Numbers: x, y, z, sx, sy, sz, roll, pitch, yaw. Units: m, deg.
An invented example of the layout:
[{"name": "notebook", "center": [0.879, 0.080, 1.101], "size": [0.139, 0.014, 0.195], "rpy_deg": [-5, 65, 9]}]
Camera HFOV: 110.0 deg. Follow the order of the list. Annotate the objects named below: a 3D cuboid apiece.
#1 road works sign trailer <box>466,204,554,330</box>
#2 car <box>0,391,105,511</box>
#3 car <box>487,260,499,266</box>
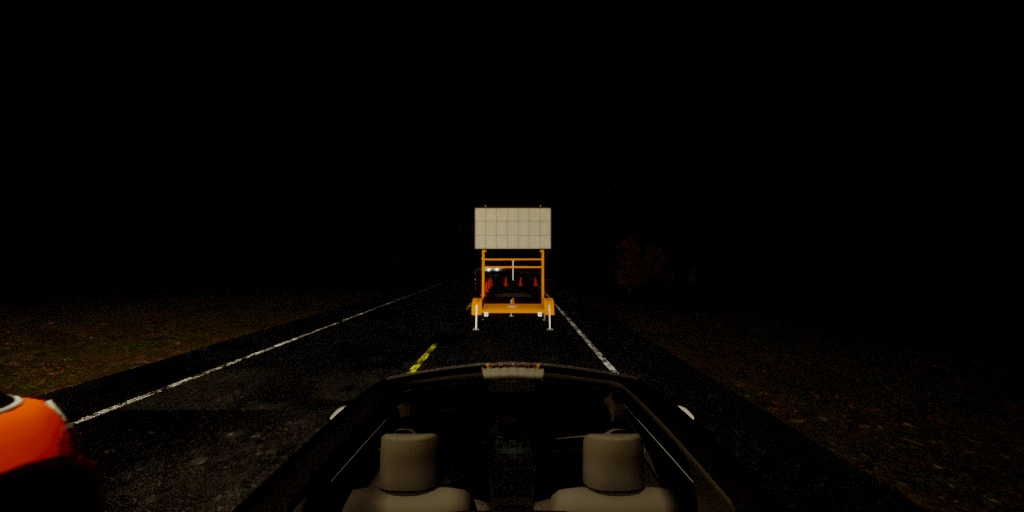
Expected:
[{"name": "road works sign trailer", "center": [0.032, 0.216, 11.097], "size": [2.380, 3.560, 2.880], "rpy_deg": [0, 0, 0]}, {"name": "car", "center": [-3.506, 1.102, 0.131], "size": [2.097, 1.767, 4.553], "rpy_deg": [0, 0, 0]}, {"name": "car", "center": [-3.292, 1.398, 62.570], "size": [1.895, 1.301, 4.718], "rpy_deg": [0, 0, 0]}]
